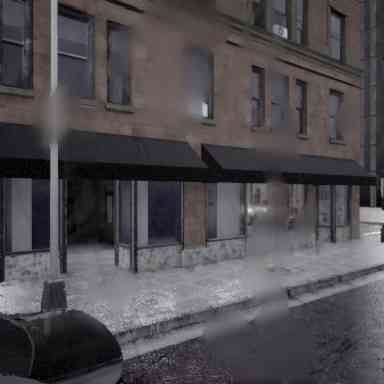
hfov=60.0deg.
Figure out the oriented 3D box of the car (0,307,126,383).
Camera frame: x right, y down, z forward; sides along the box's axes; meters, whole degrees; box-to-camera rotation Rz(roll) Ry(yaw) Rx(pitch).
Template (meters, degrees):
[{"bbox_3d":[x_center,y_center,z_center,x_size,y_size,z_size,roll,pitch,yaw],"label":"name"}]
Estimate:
[{"bbox_3d":[-2.731,1.477,1.458,5.008,1.535,1.882,0,0,-36],"label":"car"}]
